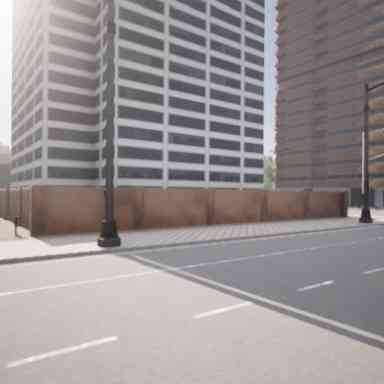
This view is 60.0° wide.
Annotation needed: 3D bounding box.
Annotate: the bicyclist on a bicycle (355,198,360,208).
[{"bbox_3d":[26.267,1.777,52.728,1.656,1.620,0.582,0,0,-36],"label":"bicyclist on a bicycle"}]
